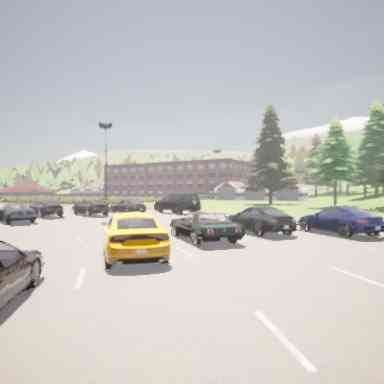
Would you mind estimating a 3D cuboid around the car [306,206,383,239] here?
[{"bbox_3d":[7.437,1.433,16.832,1.812,1.442,4.674,0,0,-19],"label":"car"}]

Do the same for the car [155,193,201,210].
[{"bbox_3d":[-1.433,1.120,32.546,2.150,2.045,5.566,0,0,-39],"label":"car"}]

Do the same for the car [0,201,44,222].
[{"bbox_3d":[-12.977,1.530,24.426,2.033,1.411,5.357,0,0,-40],"label":"car"}]

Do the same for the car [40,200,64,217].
[{"bbox_3d":[-13.000,1.471,29.303,1.837,1.490,4.892,0,0,-45],"label":"car"}]

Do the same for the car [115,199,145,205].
[{"bbox_3d":[-6.268,1.447,32.709,1.812,1.442,4.674,0,0,-42],"label":"car"}]

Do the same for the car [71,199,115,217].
[{"bbox_3d":[-9.390,1.449,30.573,1.837,1.490,4.892,0,0,-43],"label":"car"}]

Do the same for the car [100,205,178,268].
[{"bbox_3d":[-2.039,1.449,11.373,1.882,1.535,5.008,0,0,-16],"label":"car"}]

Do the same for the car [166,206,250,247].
[{"bbox_3d":[0.482,1.548,15.029,1.895,1.301,4.718,0,0,-20],"label":"car"}]

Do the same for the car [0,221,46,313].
[{"bbox_3d":[-4.187,1.548,5.910,2.033,1.411,5.357,0,0,-10],"label":"car"}]

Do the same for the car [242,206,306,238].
[{"bbox_3d":[3.502,1.450,17.399,1.812,1.442,4.674,0,0,-21],"label":"car"}]
